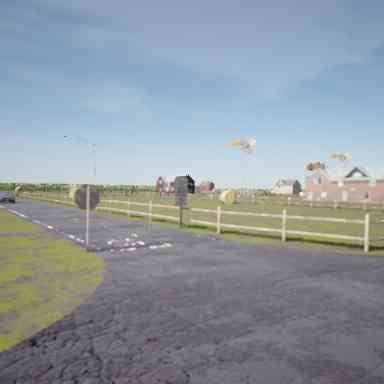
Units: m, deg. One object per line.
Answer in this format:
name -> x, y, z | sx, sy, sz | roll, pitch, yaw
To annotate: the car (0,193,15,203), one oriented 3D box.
car -> -25.346, 0.797, 45.175 | 1.994, 1.385, 4.181 | 1, 0, -36
